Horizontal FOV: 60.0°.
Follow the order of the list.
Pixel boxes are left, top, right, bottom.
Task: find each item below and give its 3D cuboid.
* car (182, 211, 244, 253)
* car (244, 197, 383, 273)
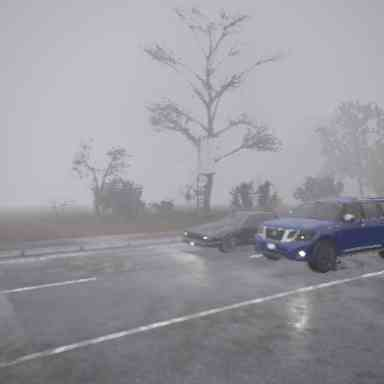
[{"bbox_3d":[2.307,1.511,13.580,5.357,1.411,2.033,0,0,-30],"label":"car"},{"bbox_3d":[4.672,1.200,10.900,5.566,2.045,2.150,0,0,-30],"label":"car"}]
